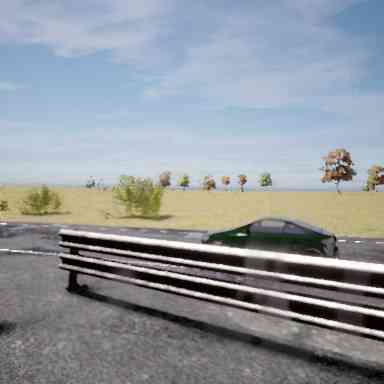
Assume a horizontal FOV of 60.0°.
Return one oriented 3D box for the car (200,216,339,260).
[{"bbox_3d":[2.350,1.471,10.466,4.181,1.385,1.994,0,0,23],"label":"car"}]
